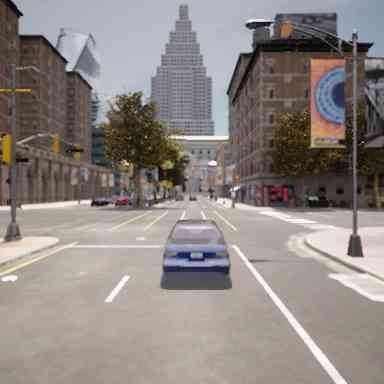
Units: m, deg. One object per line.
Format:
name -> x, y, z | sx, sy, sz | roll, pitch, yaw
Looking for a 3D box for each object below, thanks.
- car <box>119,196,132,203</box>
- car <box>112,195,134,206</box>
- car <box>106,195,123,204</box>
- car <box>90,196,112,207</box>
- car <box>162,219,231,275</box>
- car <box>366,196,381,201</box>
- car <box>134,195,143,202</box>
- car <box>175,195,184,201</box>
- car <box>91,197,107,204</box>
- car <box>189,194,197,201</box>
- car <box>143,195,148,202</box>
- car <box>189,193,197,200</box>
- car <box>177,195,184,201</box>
car -> -14.789, 1.575, 74.085 | 1.882, 1.535, 5.008 | 0, 0, 0
car -> -11.414, 1.550, 55.094 | 1.882, 1.535, 5.008 | 0, 0, 0
car -> -14.819, 1.436, 63.986 | 2.097, 1.767, 4.553 | 0, 0, 0
car -> -14.921, 1.671, 53.878 | 1.895, 1.301, 4.718 | 0, 0, 0
car -> 0.118, 1.561, 10.440 | 2.033, 1.411, 5.357 | 0, 0, 0
car -> 34.633, 1.573, 66.244 | 2.231, 1.521, 4.892 | 0, 0, 0
car -> -11.316, 1.590, 64.891 | 1.837, 1.490, 4.892 | 0, 0, 0
car -> -3.258, 1.653, 84.974 | 2.033, 1.411, 5.357 | 0, 0, 0
car -> -18.065, 1.680, 65.001 | 1.895, 1.301, 4.718 | 0, 0, 0
car -> 0.243, 1.464, 85.366 | 2.097, 1.767, 4.553 | 0, 0, 0
car -> -11.287, 1.454, 74.880 | 2.097, 1.767, 4.553 | 0, 0, 0
car -> 0.269, 1.313, 94.119 | 2.097, 1.767, 4.553 | 0, 0, 0
car -> -3.230, 1.626, 94.459 | 1.837, 1.490, 4.892 | 0, 0, 0
